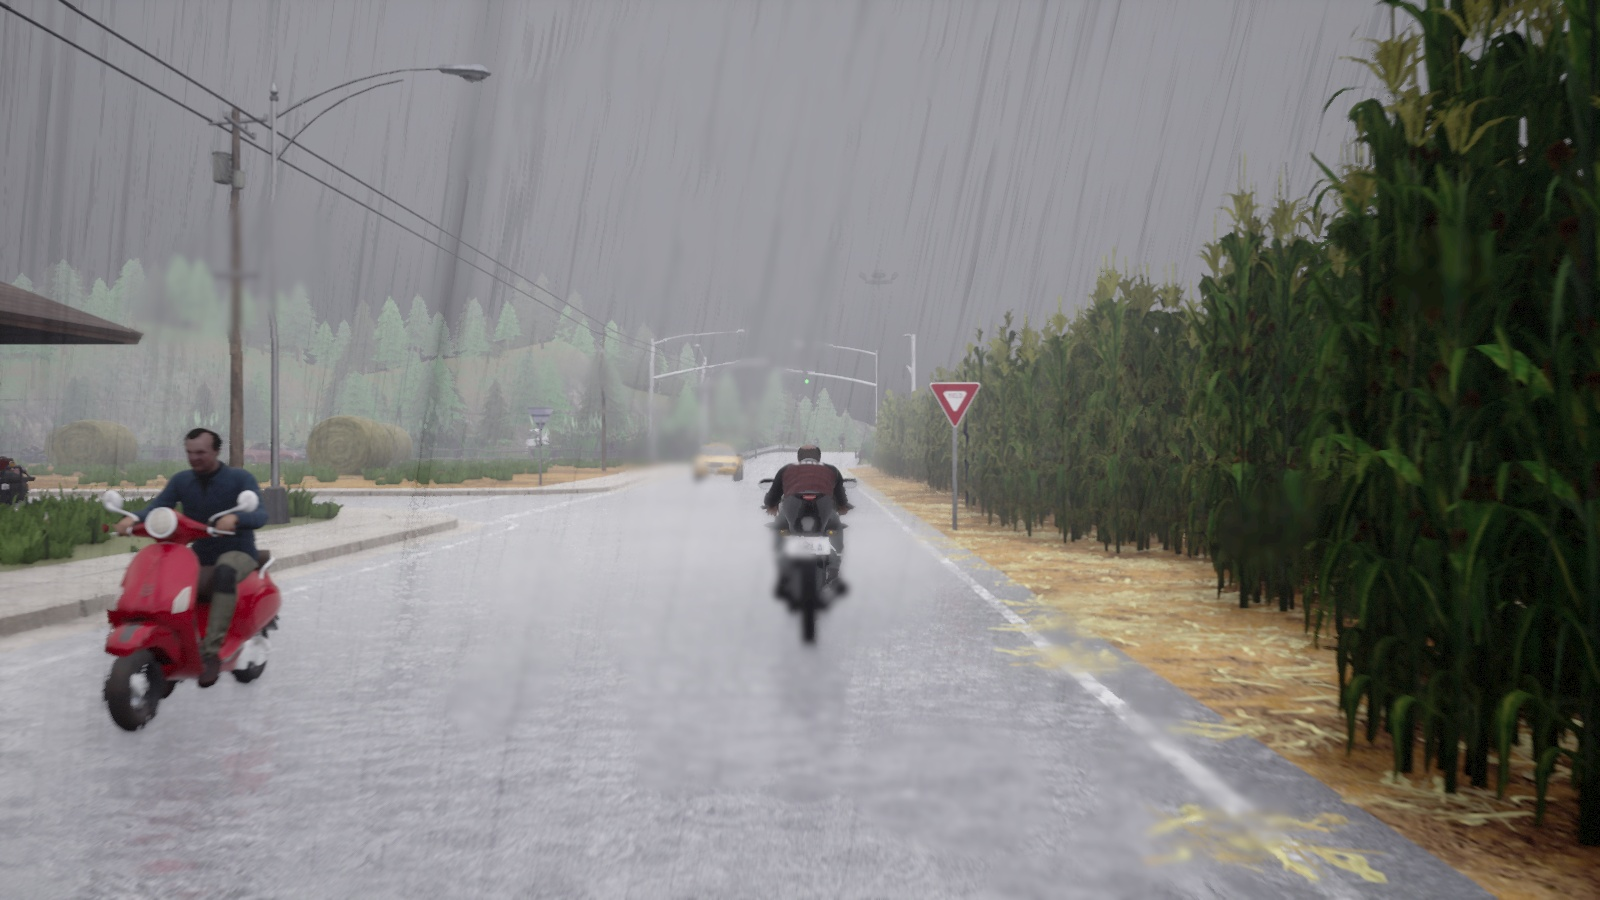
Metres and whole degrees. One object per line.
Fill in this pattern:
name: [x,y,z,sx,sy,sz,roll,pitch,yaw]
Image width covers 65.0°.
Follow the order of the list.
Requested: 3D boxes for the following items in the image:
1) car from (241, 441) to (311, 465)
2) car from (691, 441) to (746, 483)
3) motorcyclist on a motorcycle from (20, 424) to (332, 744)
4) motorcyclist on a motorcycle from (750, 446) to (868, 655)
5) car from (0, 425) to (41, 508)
car: [-36.009,0.175,86.348,3.988,1.617,1.851,0,0,3]
car: [-3.200,0.448,50.142,1.801,1.575,5.366,0,0,0]
motorcyclist on a motorcycle: [-3.444,0.664,7.156,0.866,1.590,1.817,0,0,0]
motorcyclist on a motorcycle: [0.074,0.733,10.301,0.866,1.530,2.191,0,0,0]
car: [-19.955,0.364,28.872,3.866,1.878,1.905,0,0,-1]
